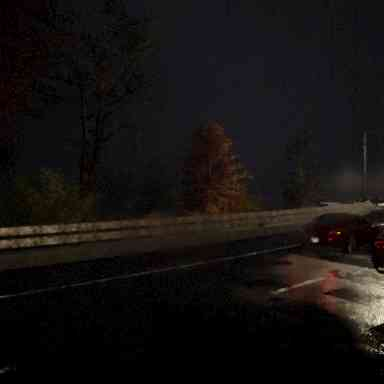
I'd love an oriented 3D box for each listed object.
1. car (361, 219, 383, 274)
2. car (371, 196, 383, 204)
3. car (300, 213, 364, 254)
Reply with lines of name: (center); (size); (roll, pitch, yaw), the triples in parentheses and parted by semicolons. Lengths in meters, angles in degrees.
car: (6.971, 1.505, 9.607); (5.008, 1.535, 1.882); (0, 0, -42)
car: (37.492, 1.576, 66.648); (2.033, 1.411, 5.357); (0, 0, 11)
car: (6.207, 1.579, 13.702); (4.674, 1.442, 1.812); (0, 0, -42)
